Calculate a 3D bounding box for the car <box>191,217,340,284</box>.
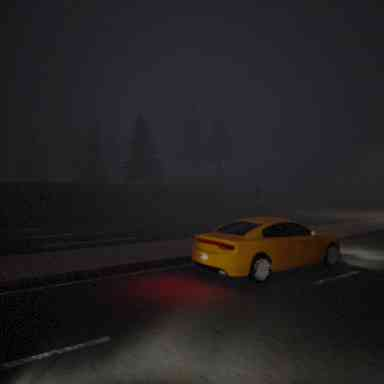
[{"bbox_3d":[2.320,1.478,9.700,5.008,1.535,1.882,0,0,-35],"label":"car"}]
